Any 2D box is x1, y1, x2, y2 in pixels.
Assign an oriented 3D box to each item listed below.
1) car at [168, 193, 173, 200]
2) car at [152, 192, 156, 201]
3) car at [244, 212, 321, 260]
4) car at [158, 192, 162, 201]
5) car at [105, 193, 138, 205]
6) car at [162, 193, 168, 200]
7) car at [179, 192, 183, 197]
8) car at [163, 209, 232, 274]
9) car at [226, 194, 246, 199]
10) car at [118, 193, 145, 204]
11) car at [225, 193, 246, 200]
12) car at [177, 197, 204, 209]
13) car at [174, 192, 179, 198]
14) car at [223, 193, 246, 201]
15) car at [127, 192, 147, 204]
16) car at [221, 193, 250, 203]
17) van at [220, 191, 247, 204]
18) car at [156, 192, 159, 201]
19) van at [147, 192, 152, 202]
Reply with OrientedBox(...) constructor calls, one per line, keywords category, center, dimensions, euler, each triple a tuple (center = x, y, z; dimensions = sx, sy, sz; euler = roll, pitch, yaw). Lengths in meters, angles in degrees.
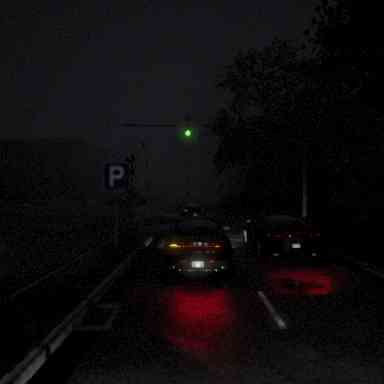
OrientedBox(category="car", center=(-8.092, 0.981, 80.079), dimensions=(5.566, 2.045, 2.435), euler=(-1, 0, -12))
OrientedBox(category="car", center=(-10.086, 1.251, 65.092), dimensions=(4.892, 1.521, 2.231), euler=(-1, 0, -14))
OrientedBox(category="car", center=(3.186, 1.486, 12.552), dimensions=(1.882, 1.535, 5.008), euler=(0, 0, 1))
OrientedBox(category="car", center=(-9.348, 1.283, 71.089), dimensions=(4.674, 1.452, 2.002), euler=(-1, 0, -13))
OrientedBox(category="car", center=(-11.506, 1.298, 53.135), dimensions=(4.792, 1.488, 2.163), euler=(-1, 0, -15))
OrientedBox(category="car", center=(-8.539, 1.276, 77.072), dimensions=(4.674, 1.452, 2.002), euler=(-1, 0, -12))
OrientedBox(category="car", center=(-5.679, 1.089, 94.977), dimensions=(4.553, 1.767, 2.185), euler=(-1, 0, -10))
OrientedBox(category="car", center=(0.169, 1.513, 10.521), dimensions=(1.837, 1.490, 4.892), euler=(0, 0, 1))
OrientedBox(category="car", center=(11.647, 1.182, 88.077), dimensions=(4.792, 1.488, 2.163), euler=(0, 0, -10))
OrientedBox(category="car", center=(-10.774, 1.130, 59.080), dimensions=(4.553, 1.767, 2.185), euler=(-1, 0, -14))
OrientedBox(category="car", center=(10.269, 1.043, 79.290), dimensions=(4.553, 1.767, 2.185), euler=(1, 0, -11))
OrientedBox(category="car", center=(-0.067, 1.441, 26.682), dimensions=(1.812, 1.442, 4.674), euler=(1, 1, -7))
OrientedBox(category="car", center=(-6.715, 1.222, 89.019), dimensions=(5.008, 1.535, 2.097), euler=(-1, 0, -11))
OrientedBox(category="car", center=(9.375, 1.053, 73.420), dimensions=(4.553, 1.767, 2.185), euler=(1, 0, -12))
OrientedBox(category="car", center=(-10.864, 1.252, 56.128), dimensions=(5.366, 1.575, 1.946), euler=(-1, 0, -15))
OrientedBox(category="car", center=(7.600, 1.079, 58.719), dimensions=(4.553, 1.767, 2.185), euler=(1, 0, -14))
OrientedBox(category="van", center=(7.219, 0.982, 55.749), dimensions=(4.442, 1.987, 1.878), euler=(1, 0, -14))
OrientedBox(category="car", center=(-9.717, 1.286, 68.087), dimensions=(4.674, 1.452, 2.002), euler=(-1, 0, -13))
OrientedBox(category="van", center=(-10.311, 1.025, 62.120), dimensions=(4.442, 1.987, 1.878), euler=(-1, 0, -14))
